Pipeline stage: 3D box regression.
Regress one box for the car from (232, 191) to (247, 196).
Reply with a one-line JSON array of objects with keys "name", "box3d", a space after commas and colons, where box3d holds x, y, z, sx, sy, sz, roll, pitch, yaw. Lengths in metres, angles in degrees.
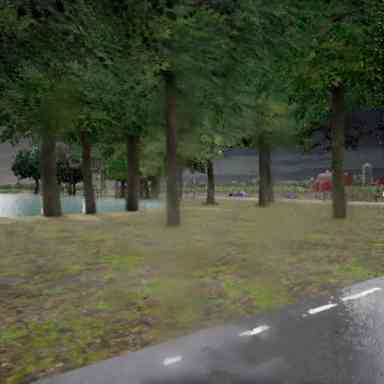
[{"name": "car", "box3d": [10.505, 0.492, 71.226, 1.812, 1.442, 4.674, -1, 1, -36]}]
